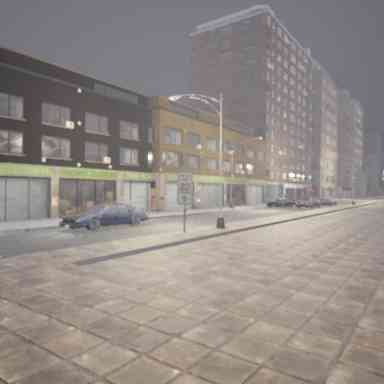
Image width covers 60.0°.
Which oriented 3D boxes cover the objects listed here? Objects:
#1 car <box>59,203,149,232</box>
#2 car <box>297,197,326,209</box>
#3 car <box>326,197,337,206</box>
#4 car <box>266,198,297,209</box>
[{"bbox_3d":[-4.868,1.367,19.257,2.033,1.411,5.357,1,1,36],"label":"car"},{"bbox_3d":[14.512,1.356,41.324,2.033,1.411,5.357,1,1,36],"label":"car"},{"bbox_3d":[19.811,1.363,48.818,1.994,1.385,4.181,1,1,36],"label":"car"},{"bbox_3d":[10.961,1.377,41.286,1.895,1.301,4.718,1,1,36],"label":"car"}]
